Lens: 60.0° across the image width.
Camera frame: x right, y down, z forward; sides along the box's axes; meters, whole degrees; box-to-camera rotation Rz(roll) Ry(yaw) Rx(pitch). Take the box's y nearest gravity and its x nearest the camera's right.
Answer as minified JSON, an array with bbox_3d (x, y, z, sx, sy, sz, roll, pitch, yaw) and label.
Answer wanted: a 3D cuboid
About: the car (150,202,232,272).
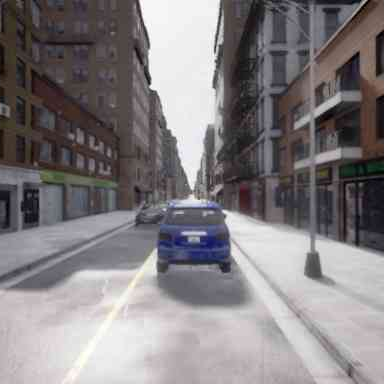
[{"bbox_3d":[0.073,1.360,11.435,2.150,2.045,5.566,0,0,0],"label":"car"}]

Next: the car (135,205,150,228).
[{"bbox_3d":[-3.105,1.799,25.079,1.837,1.490,4.892,0,-1,0],"label":"car"}]

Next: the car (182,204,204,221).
[{"bbox_3d":[0.091,1.922,32.310,2.033,1.411,5.357,0,-1,0],"label":"car"}]
